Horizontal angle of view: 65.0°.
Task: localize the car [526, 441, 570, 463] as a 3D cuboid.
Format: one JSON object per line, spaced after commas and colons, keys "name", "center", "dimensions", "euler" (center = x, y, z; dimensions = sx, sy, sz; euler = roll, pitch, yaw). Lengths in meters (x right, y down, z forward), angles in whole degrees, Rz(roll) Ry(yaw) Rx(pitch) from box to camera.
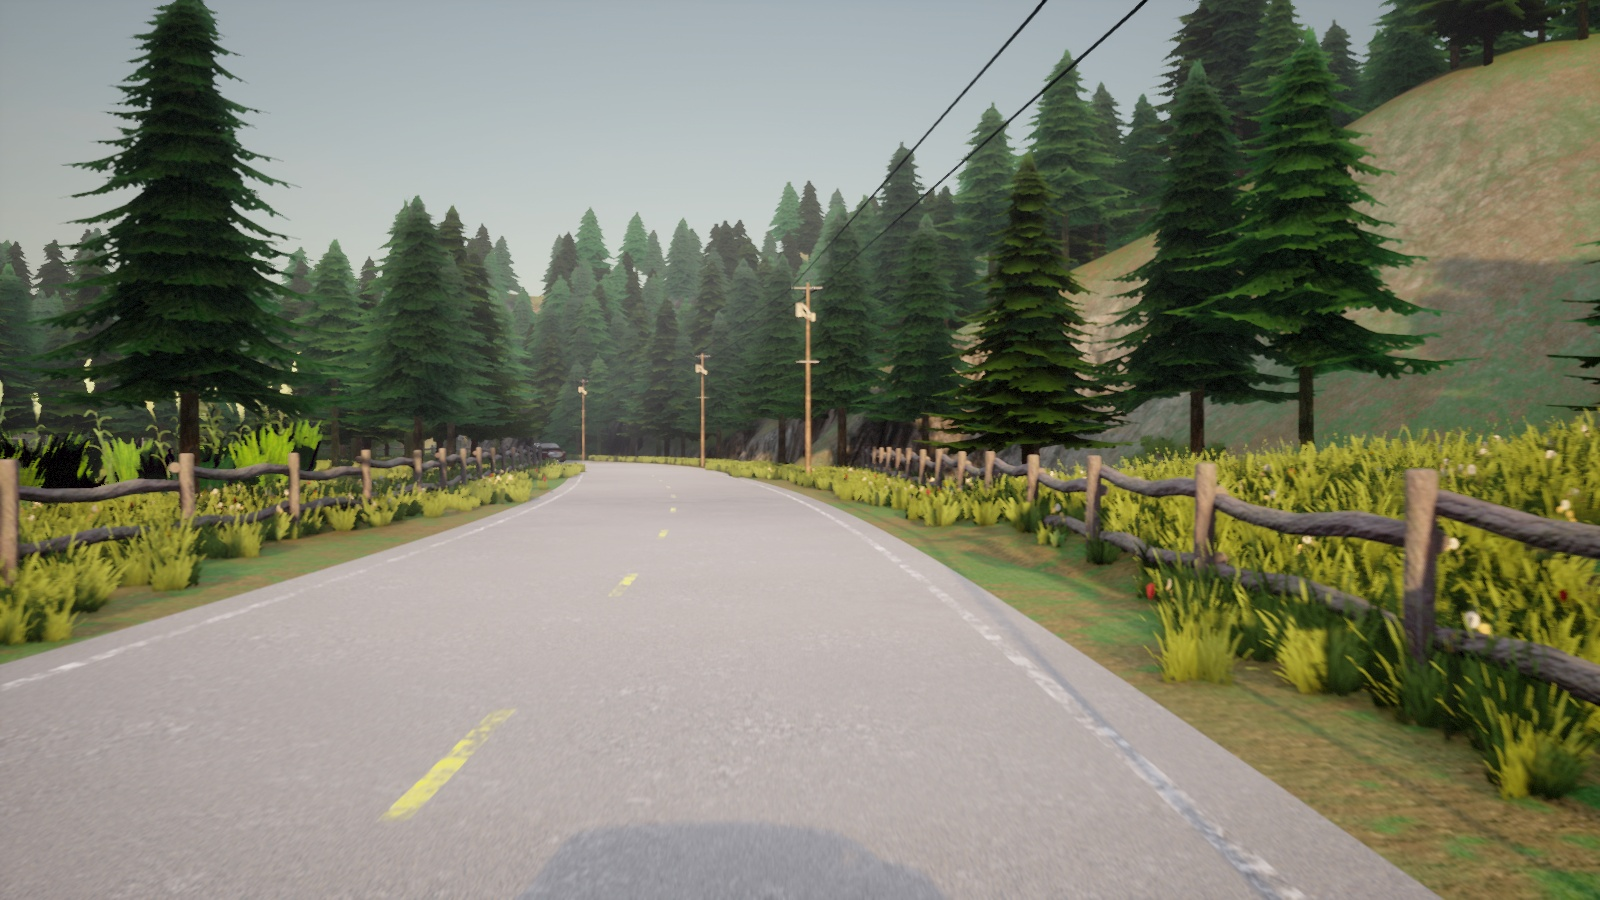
{"name": "car", "center": [-19.462, 0.118, 96.901], "dimensions": [2.033, 1.649, 4.856], "euler": [0, 0, -27]}
